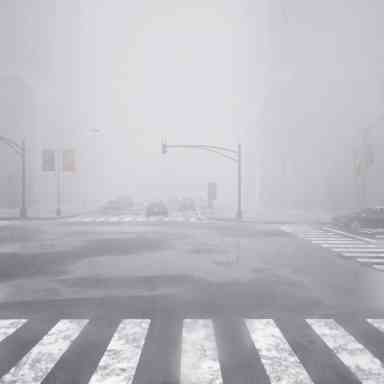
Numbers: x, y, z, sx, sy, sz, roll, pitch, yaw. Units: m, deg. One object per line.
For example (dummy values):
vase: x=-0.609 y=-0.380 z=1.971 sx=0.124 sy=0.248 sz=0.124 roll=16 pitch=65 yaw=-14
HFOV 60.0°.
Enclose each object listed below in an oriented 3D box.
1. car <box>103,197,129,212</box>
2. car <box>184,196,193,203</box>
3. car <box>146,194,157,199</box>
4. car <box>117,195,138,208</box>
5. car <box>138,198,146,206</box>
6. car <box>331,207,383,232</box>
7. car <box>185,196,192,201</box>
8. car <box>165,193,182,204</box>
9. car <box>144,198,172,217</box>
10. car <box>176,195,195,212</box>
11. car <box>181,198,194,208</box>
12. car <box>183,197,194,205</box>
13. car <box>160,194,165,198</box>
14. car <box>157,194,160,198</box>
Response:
car: x=-9.090 y=1.588 z=38.979 sx=1.947 sy=1.339 sz=4.313 roll=0 pitch=0 yaw=0
car: x=-0.740 y=1.639 z=71.741 sx=1.752 sy=1.417 sz=4.829 roll=0 pitch=0 yaw=0
car: x=-9.264 y=1.695 z=71.534 sx=1.802 sy=1.307 sz=4.206 roll=0 pitch=0 yaw=0
car: x=-9.120 y=1.351 z=44.405 sx=2.192 sy=1.841 sz=5.009 roll=0 pitch=0 yaw=0
car: x=-9.176 y=1.590 z=55.086 sx=1.752 sy=1.417 sz=4.829 roll=0 pitch=0 yaw=0
car: x=11.390 y=1.696 z=21.023 sx=4.892 sy=1.490 sz=1.837 roll=1 pitch=0 yaw=1
car: x=-0.856 y=1.730 z=93.271 sx=1.887 sy=1.381 sz=4.507 roll=0 pitch=0 yaw=0
car: x=-3.344 y=1.435 z=61.076 sx=2.097 sy=1.767 sz=4.553 roll=0 pitch=0 yaw=0
car: x=-3.201 y=1.567 z=31.535 sx=1.994 sy=1.385 sz=4.181 roll=0 pitch=0 yaw=-2
car: x=-0.565 y=1.463 z=39.022 sx=1.967 sy=1.590 sz=4.097 roll=0 pitch=0 yaw=0
car: x=-0.623 y=1.633 z=49.871 sx=1.802 sy=1.307 sz=4.206 roll=0 pitch=0 yaw=0
car: x=-0.681 y=1.625 z=60.721 sx=1.887 sy=1.381 sz=4.507 roll=0 pitch=0 yaw=0
car: x=-9.380 y=1.730 z=93.238 sx=1.887 sy=1.381 sz=4.507 roll=0 pitch=0 yaw=0
car: x=-9.294 y=1.445 z=76.961 sx=2.192 sy=1.841 sz=5.009 roll=0 pitch=0 yaw=0
